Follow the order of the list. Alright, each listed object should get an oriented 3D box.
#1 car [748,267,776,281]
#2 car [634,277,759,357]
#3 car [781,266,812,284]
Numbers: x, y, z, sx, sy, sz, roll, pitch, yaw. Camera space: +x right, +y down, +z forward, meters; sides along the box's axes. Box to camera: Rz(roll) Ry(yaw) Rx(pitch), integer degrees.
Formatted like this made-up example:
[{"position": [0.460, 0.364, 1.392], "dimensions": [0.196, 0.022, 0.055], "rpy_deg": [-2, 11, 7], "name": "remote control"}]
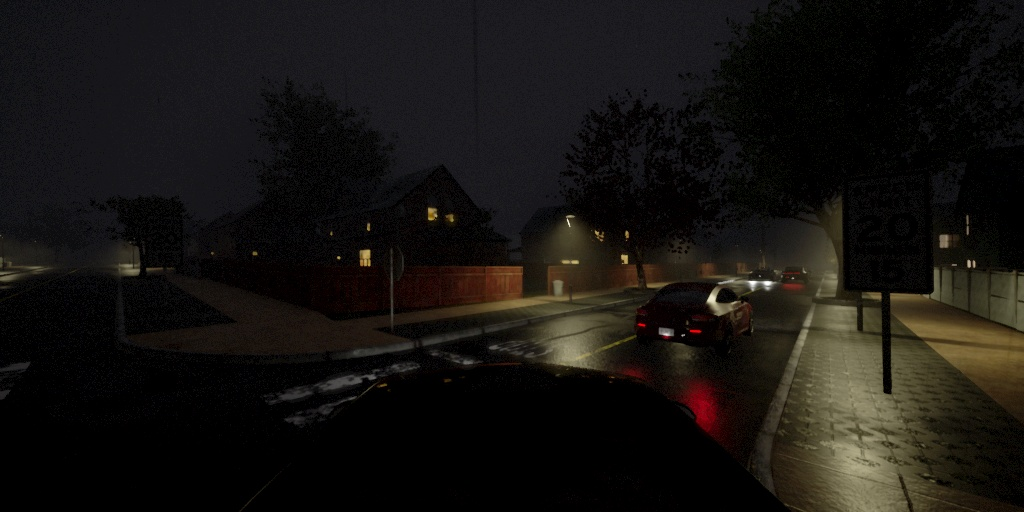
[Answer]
[{"position": [25.876, 1.851, 37.007], "dimensions": [1.994, 1.385, 4.181], "rpy_deg": [-1, -1, 42], "name": "car"}, {"position": [4.587, 1.365, 8.836], "dimensions": [1.812, 1.442, 4.674], "rpy_deg": [-1, -1, 42], "name": "car"}, {"position": [26.164, 1.727, 33.092], "dimensions": [1.837, 1.490, 4.892], "rpy_deg": [-1, -1, 42], "name": "car"}]
